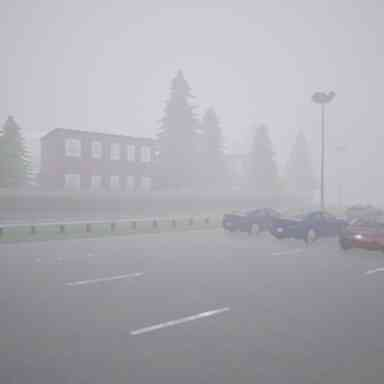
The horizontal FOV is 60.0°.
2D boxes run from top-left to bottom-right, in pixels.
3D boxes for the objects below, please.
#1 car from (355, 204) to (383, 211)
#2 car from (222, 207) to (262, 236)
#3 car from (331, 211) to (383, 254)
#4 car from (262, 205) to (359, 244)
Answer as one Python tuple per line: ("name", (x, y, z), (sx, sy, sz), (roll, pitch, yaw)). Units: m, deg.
("car", (15.145, 1.773, 29.026), (4.902, 1.511, 2.128), (1, 0, -45))
("car", (4.039, 1.618, 19.655), (5.008, 1.535, 1.882), (0, 0, -36))
("car", (8.016, 1.704, 13.895), (4.181, 1.385, 1.994), (1, 0, -36))
("car", (6.076, 1.618, 16.810), (5.008, 1.535, 1.882), (0, 0, -36))
